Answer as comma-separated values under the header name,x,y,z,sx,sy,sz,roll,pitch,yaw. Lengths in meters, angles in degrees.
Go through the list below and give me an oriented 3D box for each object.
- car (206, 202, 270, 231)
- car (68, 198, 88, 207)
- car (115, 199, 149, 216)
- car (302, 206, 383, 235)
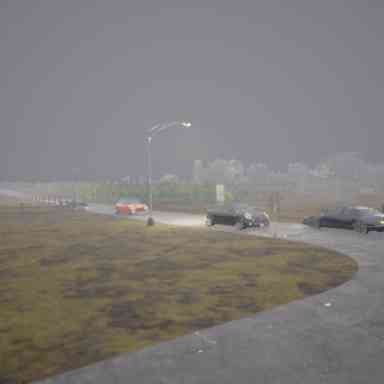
name,x,y,z,sx,sy,sz,roll,pitch,yaw
car,2.936,1.453,21.945,2.097,1.767,4.553,-2,0,-35
car,-17.435,1.579,50.818,1.994,1.385,4.181,-2,2,-35
car,-6.400,1.504,35.103,2.097,1.767,4.553,-2,1,-35
car,8.841,1.519,18.824,2.033,1.411,5.357,-1,0,-30
